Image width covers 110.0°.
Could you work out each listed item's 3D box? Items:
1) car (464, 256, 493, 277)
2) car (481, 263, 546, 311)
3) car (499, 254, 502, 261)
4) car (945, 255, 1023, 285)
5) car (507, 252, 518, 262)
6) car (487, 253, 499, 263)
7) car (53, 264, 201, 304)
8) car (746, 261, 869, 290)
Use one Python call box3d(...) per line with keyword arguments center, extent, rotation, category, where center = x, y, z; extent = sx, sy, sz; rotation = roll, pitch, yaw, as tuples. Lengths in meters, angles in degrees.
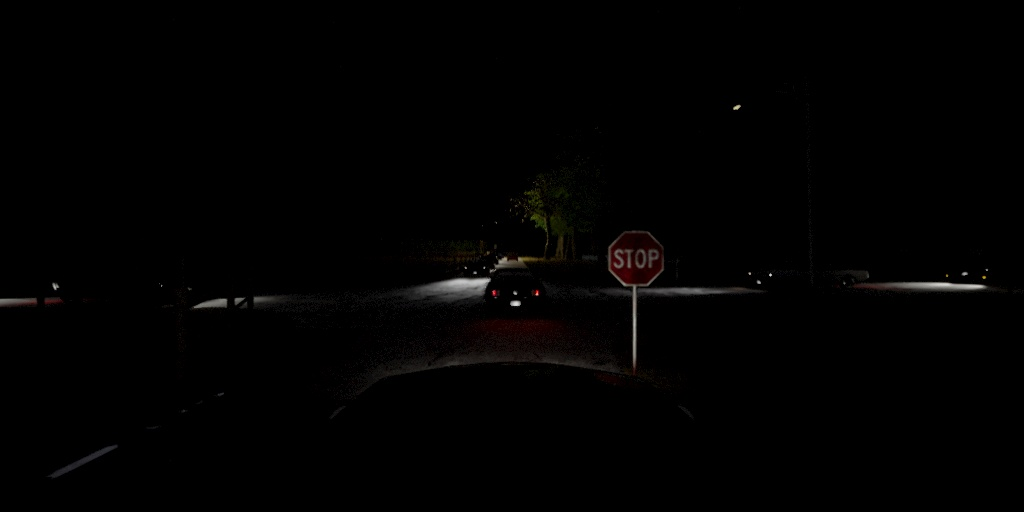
box3d(center=(-2.846, 0.958, 29.814), extent=(1.895, 1.301, 4.718), rotation=(0, 1, 0), category="car")
box3d(center=(0.097, 1.121, 13.105), extent=(1.895, 1.301, 4.718), rotation=(0, 1, 0), category="car")
box3d(center=(-2.824, 0.445, 50.741), extent=(1.837, 1.490, 4.892), rotation=(0, 1, 0), category="car")
box3d(center=(24.138, 0.630, 17.553), extent=(4.181, 1.385, 1.994), rotation=(-2, 0, 0), category="car")
box3d(center=(0.106, 0.165, 61.658), extent=(1.882, 1.535, 5.008), rotation=(0, 1, 0), category="car")
box3d(center=(-2.839, 0.718, 39.979), extent=(2.033, 1.411, 5.357), rotation=(0, 1, 0), category="car")
box3d(center=(-15.369, 1.091, 14.458), extent=(4.892, 1.490, 1.837), rotation=(0, 0, 1), category="car")
box3d(center=(14.248, 0.924, 17.530), extent=(4.718, 1.301, 1.895), rotation=(-1, 0, 0), category="car")
